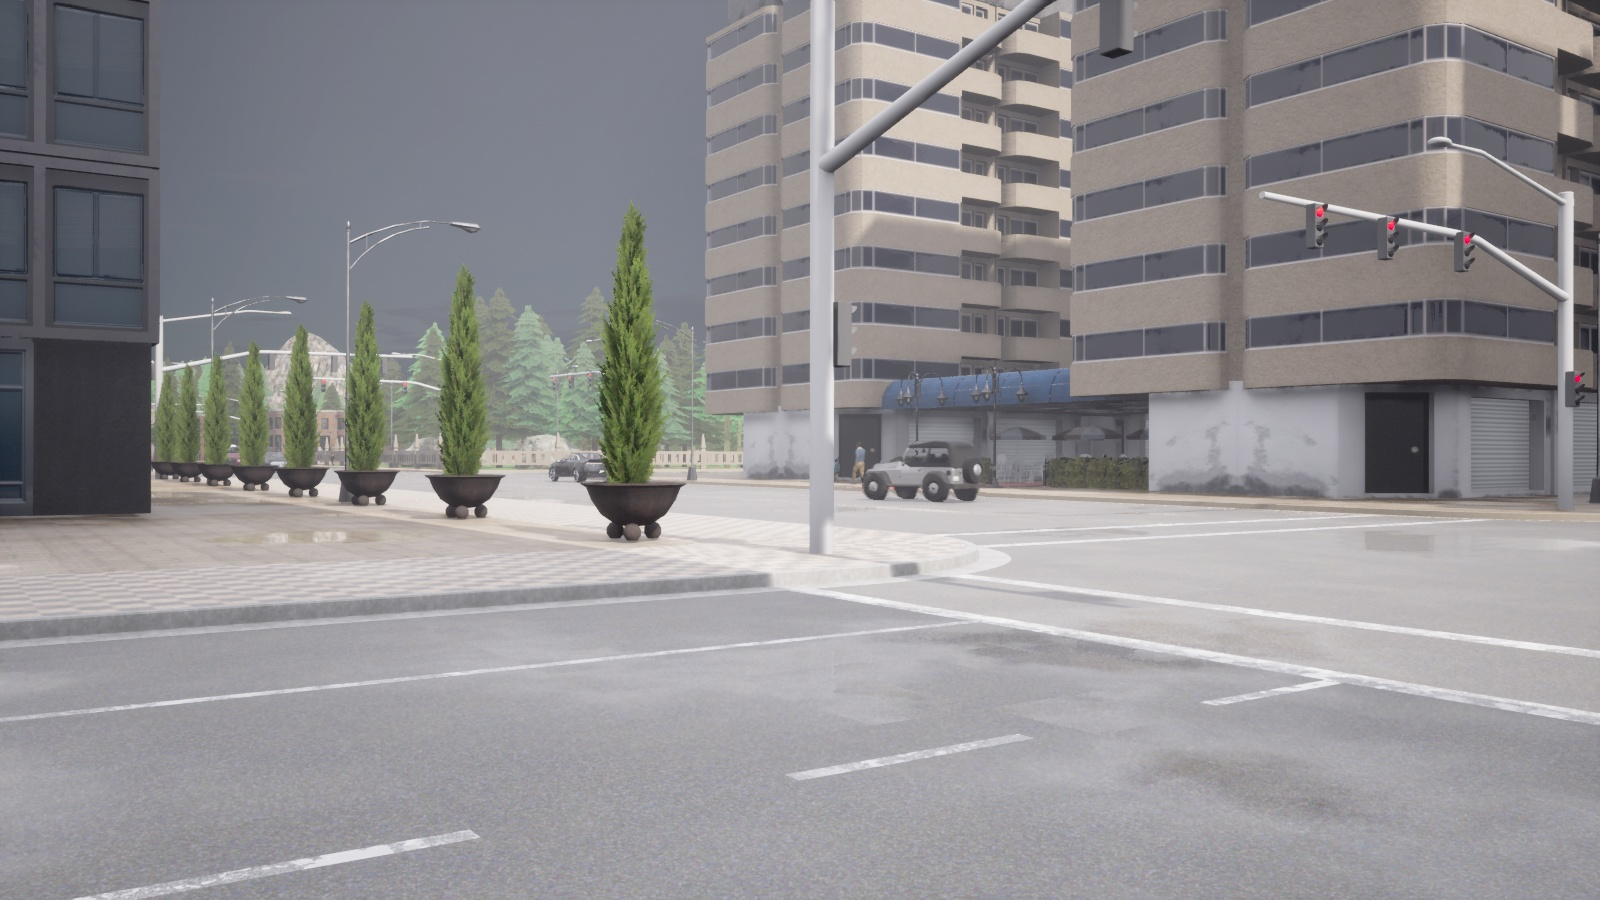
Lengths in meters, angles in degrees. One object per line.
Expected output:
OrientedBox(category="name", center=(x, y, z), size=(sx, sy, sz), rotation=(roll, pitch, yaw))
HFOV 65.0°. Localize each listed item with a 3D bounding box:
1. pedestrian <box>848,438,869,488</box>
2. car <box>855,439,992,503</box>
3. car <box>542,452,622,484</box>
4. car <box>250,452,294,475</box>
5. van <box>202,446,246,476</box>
OrientedBox(category="pedestrian", center=(2.309, 0.508, 49.851), size=(0.423, 1.949, 0.788), rotation=(0, 0, -36))
OrientedBox(category="car", center=(3.825, 0.628, 39.192), size=(3.866, 1.878, 1.905), rotation=(0, 0, 42))
OrientedBox(category="car", center=(-11.100, 0.880, 63.618), size=(2.128, 1.511, 4.902), rotation=(0, 0, -34))
OrientedBox(category="car", center=(-38.355, 0.979, 91.189), size=(2.033, 1.649, 4.856), rotation=(0, 0, -34))
OrientedBox(category="van", center=(-40.309, 0.769, 87.841), size=(2.069, 2.038, 4.480), rotation=(0, 0, -34))
